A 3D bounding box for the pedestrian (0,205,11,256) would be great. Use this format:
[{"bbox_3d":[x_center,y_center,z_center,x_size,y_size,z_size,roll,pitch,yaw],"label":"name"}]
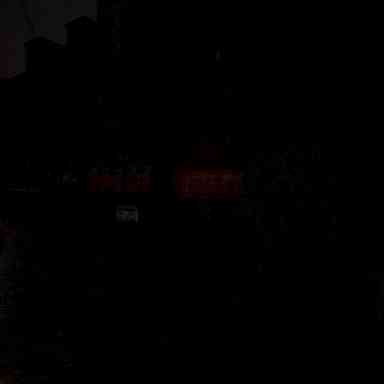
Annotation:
[{"bbox_3d":[-5.219,1.143,8.875,0.375,1.860,0.375,2,0,36],"label":"pedestrian"}]
